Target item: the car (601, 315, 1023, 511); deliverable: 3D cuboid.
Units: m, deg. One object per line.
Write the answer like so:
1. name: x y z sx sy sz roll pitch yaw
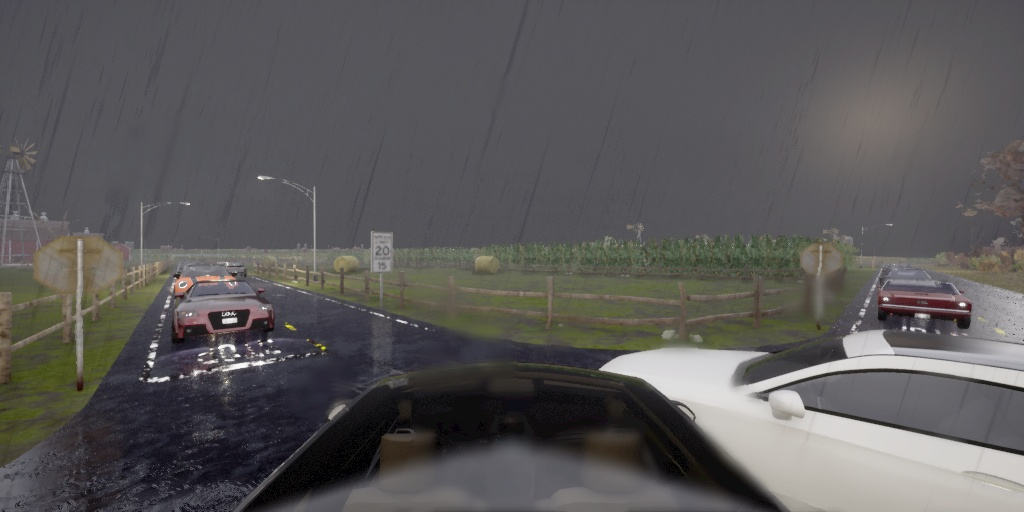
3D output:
1. car: 2.805 1.293 2.569 1.812 1.442 4.674 0 1 -45

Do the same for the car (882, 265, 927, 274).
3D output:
1. car: 20.317 1.369 18.468 5.357 1.411 2.033 0 1 -44

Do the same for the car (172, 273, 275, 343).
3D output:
1. car: -8.091 1.362 9.987 1.994 1.385 4.181 0 0 -43

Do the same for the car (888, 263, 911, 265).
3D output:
1. car: 26.973 1.410 24.828 4.181 1.385 1.994 0 1 -44

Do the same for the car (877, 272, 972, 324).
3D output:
1. car: 13.342 1.401 11.796 4.718 1.301 1.895 0 1 -44

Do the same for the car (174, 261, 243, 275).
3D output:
1. car: -13.967 1.154 16.380 2.097 1.767 4.553 0 0 -43

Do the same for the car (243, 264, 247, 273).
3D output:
1. car: -27.529 1.314 35.401 2.128 1.511 4.902 0 0 -42

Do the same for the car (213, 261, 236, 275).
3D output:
1. car: -34.365 1.343 42.753 1.837 1.490 4.892 0 0 -42
